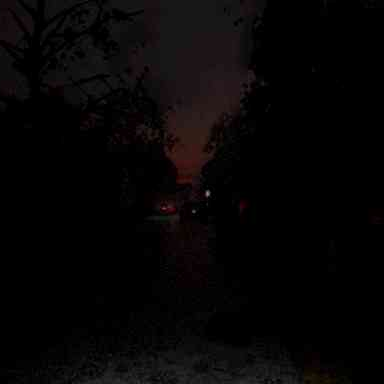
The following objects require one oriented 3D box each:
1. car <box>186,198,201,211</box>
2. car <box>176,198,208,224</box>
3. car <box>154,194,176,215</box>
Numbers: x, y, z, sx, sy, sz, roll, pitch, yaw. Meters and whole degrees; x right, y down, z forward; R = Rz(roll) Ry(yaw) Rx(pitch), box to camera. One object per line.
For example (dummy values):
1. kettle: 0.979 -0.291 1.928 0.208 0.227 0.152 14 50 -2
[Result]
1. car: 0.213 1.541 42.941 1.882 1.535 5.008 0 0 0
2. car: 0.142 1.392 25.521 2.097 1.767 4.553 0 0 0
3. car: -2.673 1.252 34.881 2.150 2.045 5.566 0 0 0
